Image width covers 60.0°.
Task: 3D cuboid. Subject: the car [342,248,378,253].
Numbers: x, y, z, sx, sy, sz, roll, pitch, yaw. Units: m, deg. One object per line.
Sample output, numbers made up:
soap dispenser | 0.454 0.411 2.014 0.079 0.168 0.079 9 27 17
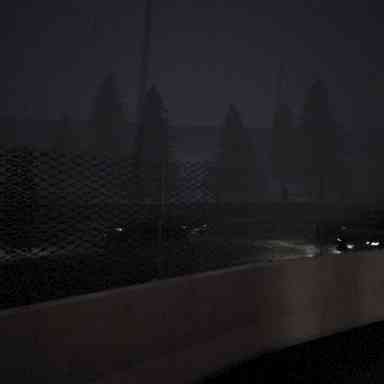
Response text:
car | 7.472 1.612 12.336 4.892 1.490 1.837 1 -1 -28
